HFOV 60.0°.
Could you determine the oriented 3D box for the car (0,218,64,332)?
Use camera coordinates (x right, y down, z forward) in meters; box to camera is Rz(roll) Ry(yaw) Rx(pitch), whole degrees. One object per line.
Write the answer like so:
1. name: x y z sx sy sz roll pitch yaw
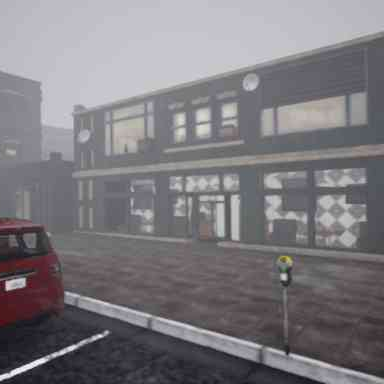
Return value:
1. car: -4.380 1.387 6.014 5.009 1.841 2.192 -1 -1 36
